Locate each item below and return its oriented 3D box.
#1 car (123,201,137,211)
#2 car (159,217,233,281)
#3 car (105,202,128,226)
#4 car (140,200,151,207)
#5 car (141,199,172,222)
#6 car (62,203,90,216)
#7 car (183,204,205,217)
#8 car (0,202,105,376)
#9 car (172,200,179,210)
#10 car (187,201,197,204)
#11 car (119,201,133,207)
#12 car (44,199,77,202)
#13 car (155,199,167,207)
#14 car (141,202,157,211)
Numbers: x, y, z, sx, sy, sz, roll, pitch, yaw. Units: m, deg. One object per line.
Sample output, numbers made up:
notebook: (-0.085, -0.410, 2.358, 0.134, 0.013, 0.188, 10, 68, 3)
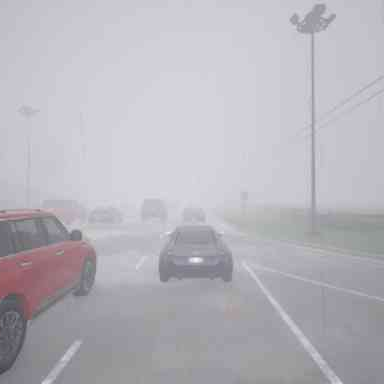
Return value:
car: (-10.402, 2.304, 54.732, 2.033, 1.411, 5.357, 0, -1, 0)
car: (0.101, 1.709, 10.356, 1.994, 1.385, 4.181, 0, -1, 0)
car: (-6.901, 1.863, 26.901, 2.128, 1.511, 4.902, 0, -1, 0)
car: (-10.501, 2.545, 75.529, 1.837, 1.490, 4.892, 0, -1, 0)
car: (-3.400, 1.650, 31.015, 2.150, 2.045, 5.566, 0, -1, 0)
car: (-13.900, 2.118, 40.069, 1.994, 1.385, 4.181, 0, -1, 0)
car: (0.138, 2.012, 29.617, 1.895, 1.301, 4.718, 0, -1, -1)
car: (-3.400, 1.300, 5.805, 2.150, 2.045, 5.566, 0, -1, 0)
car: (-3.383, 2.145, 57.101, 2.097, 1.767, 4.553, 0, -1, -1)
car: (-0.001, 2.462, 64.835, 1.994, 1.385, 4.181, 0, -1, 0)
car: (-14.001, 2.529, 70.635, 1.994, 1.385, 4.181, 0, -1, 0)
car: (-10.400, 1.595, 27.202, 2.150, 2.045, 5.566, 0, -1, 0)
car: (-7.001, 2.400, 75.501, 2.097, 1.767, 4.553, 0, -1, 0)
car: (-6.899, 2.294, 53.953, 2.033, 1.411, 5.357, 0, -1, 0)
